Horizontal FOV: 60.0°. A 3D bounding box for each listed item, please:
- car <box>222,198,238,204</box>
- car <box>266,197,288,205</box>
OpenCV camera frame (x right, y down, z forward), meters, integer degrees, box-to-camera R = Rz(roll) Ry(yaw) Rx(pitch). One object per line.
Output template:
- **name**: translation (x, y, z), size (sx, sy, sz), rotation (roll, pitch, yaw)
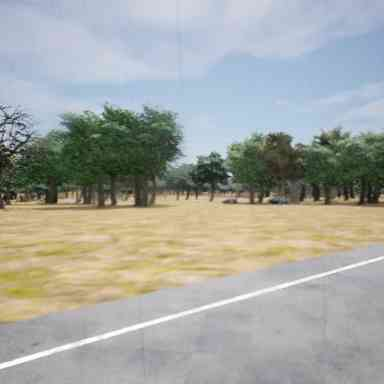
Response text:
- **car**: translation (9.246, 2.229, 81.741), size (1.994, 1.385, 4.181), rotation (2, -2, -37)
- **car**: translation (17.935, 1.858, 70.428), size (2.097, 1.767, 4.553), rotation (2, -2, -37)
